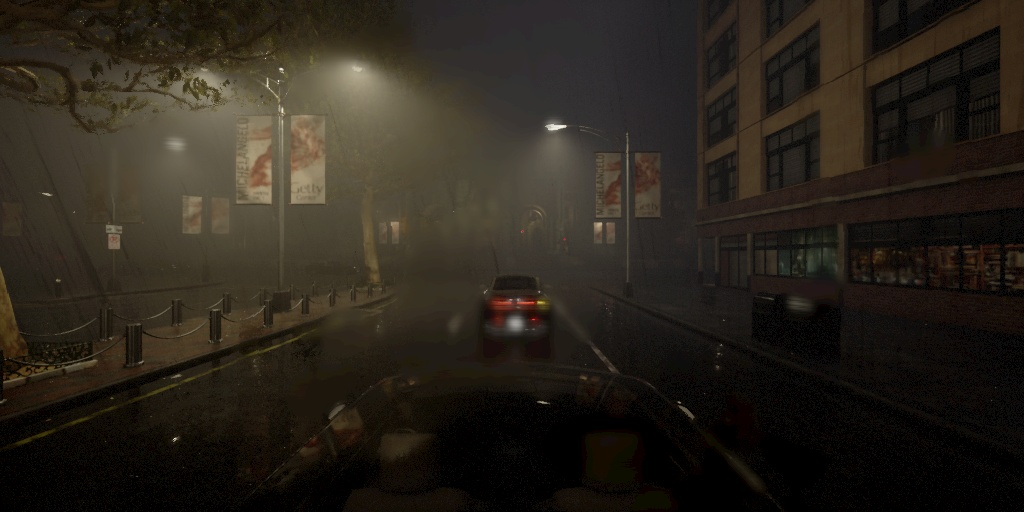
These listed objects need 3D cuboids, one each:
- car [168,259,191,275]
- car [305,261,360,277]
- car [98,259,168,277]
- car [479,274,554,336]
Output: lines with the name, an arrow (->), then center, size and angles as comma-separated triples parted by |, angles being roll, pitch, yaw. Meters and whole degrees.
car -> -37.290, 1.101, 38.397 | 4.553, 1.767, 2.097 | 0, 0, 0
car -> -17.327, 1.241, 34.670 | 4.902, 1.511, 2.128 | 0, 0, 1
car -> -37.101, 1.227, 34.896 | 5.008, 1.535, 1.882 | 0, 0, 0
car -> 0.124, 1.255, 10.385 | 1.837, 1.490, 4.892 | 0, 0, 1
